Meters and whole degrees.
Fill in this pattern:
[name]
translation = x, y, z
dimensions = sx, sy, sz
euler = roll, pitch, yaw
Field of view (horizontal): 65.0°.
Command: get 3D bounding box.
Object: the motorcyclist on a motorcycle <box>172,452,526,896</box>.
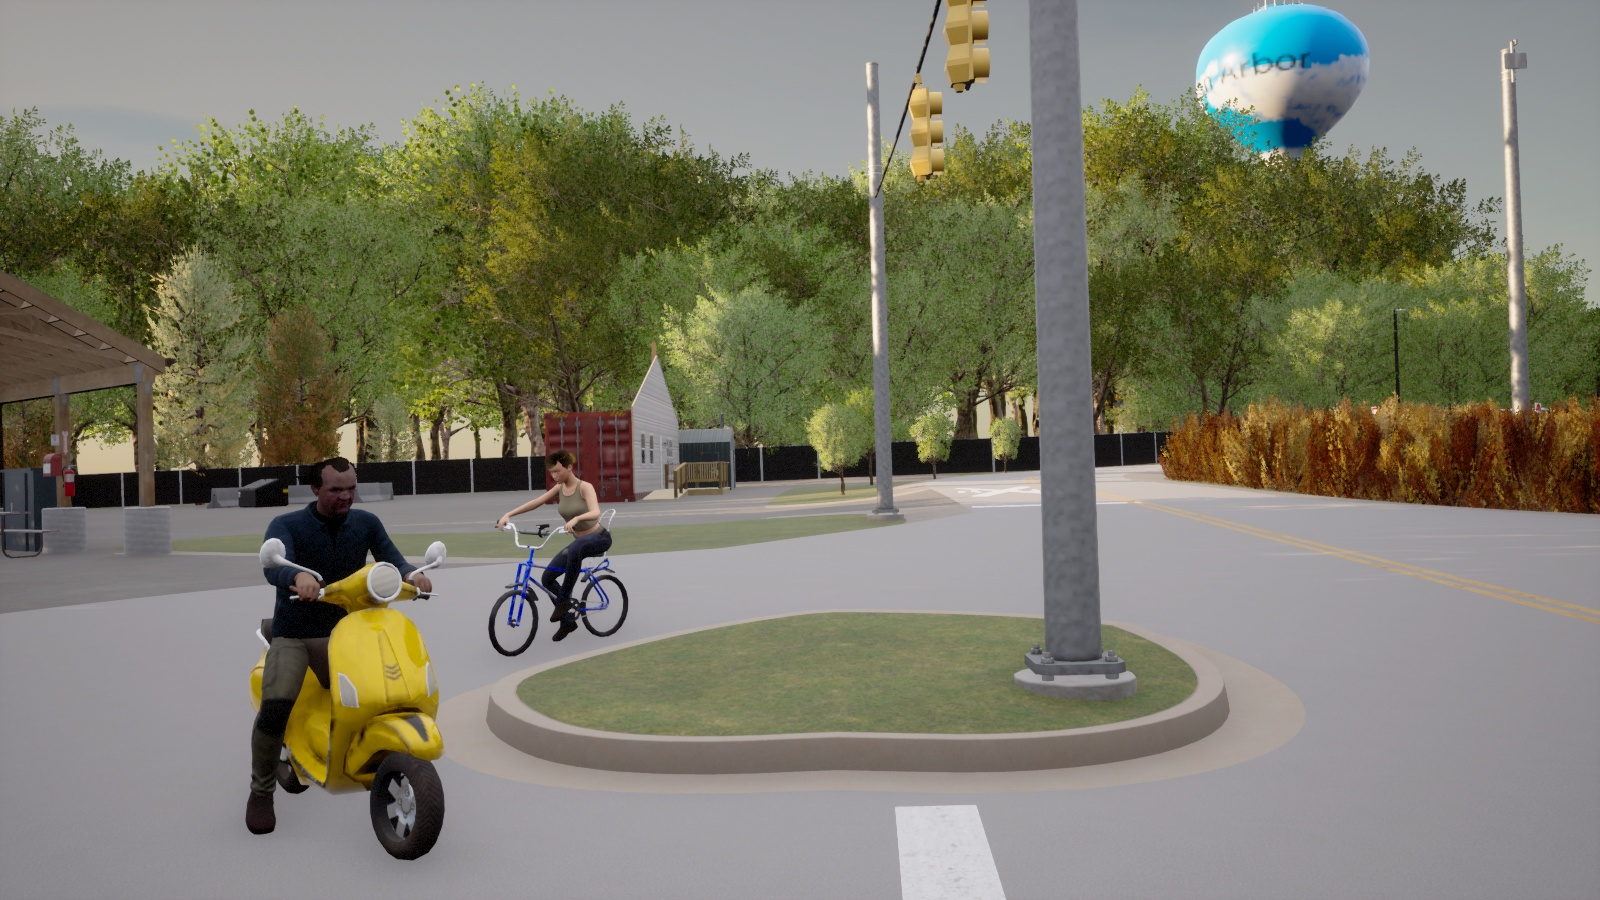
[motorcyclist on a motorcycle]
translation = -2.026, 0.809, 5.480
dimensions = 0.866, 1.590, 1.817
euler = 0, 0, -40

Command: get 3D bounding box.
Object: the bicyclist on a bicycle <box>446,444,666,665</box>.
[bicyclist on a bicycle]
translation = -1.978, 0.794, 10.331
dimensions = 0.866, 1.612, 1.509
euler = -1, 2, 39
